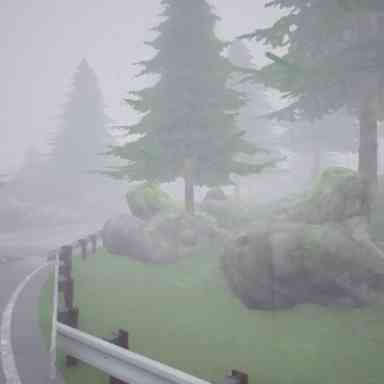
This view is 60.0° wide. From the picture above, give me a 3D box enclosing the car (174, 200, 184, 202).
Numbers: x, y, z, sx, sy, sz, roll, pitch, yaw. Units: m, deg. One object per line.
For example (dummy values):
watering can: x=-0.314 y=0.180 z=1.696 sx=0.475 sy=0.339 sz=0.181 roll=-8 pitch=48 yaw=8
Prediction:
car: x=-1.232 y=1.840 z=34.680 sx=2.150 sy=2.045 sz=5.566 roll=0 pitch=-1 yaw=15
